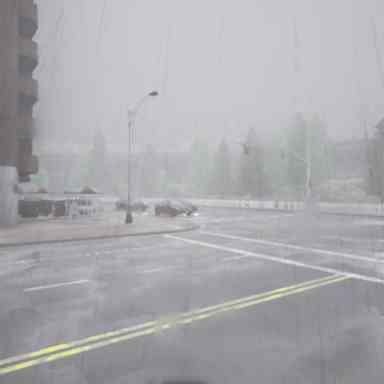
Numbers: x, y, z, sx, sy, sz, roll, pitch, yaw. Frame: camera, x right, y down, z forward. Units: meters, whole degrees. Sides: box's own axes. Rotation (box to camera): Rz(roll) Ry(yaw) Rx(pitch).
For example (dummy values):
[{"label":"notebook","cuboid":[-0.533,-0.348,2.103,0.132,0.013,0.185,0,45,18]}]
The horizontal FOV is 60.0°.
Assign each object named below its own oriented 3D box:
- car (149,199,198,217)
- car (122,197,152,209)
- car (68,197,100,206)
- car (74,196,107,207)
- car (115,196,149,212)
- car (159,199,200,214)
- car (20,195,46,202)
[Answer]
[{"label":"car","cuboid":[-1.823,1.463,31.006,1.812,1.442,4.674,0,0,-36]},{"label":"car","cuboid":[-7.402,1.461,44.241,1.812,1.442,4.674,0,0,-41]},{"label":"car","cuboid":[-16.874,1.536,52.002,4.718,1.301,1.895,0,0,25]},{"label":"car","cuboid":[-13.838,1.290,45.883,4.553,1.767,2.097,0,0,37]},{"label":"car","cuboid":[-6.991,1.289,38.066,2.097,1.767,4.553,0,0,-37]},{"label":"car","cuboid":[-1.480,1.483,36.588,2.033,1.411,5.357,0,0,-34]},{"label":"car","cuboid":[-29.631,1.287,61.700,4.553,1.767,2.097,0,0,0]}]
